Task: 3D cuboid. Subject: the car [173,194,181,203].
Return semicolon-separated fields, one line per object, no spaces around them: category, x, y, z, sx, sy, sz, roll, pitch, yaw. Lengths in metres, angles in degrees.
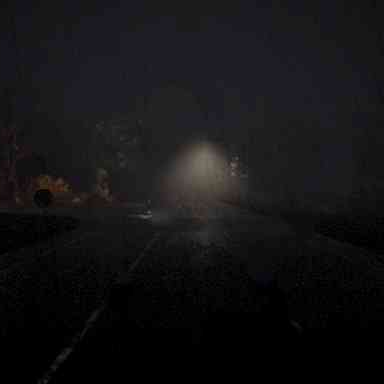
car;-3.679;1.214;62.425;2.097;1.767;4.553;0;0;-1

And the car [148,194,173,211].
car;-3.530;1.132;36.104;2.097;1.767;4.553;1;-2;0

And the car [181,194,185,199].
car;-3.170;1.332;93.745;1.812;1.442;4.674;0;0;5
